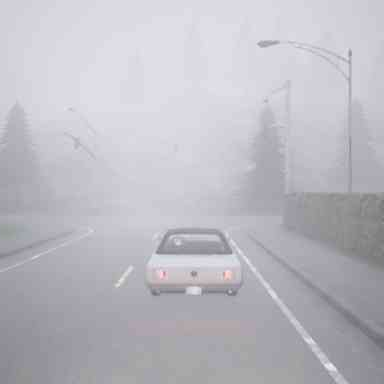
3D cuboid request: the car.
[{"bbox_3d":[0.057,1.548,8.456,1.895,1.301,4.718,0,0,0],"label":"car"}]
